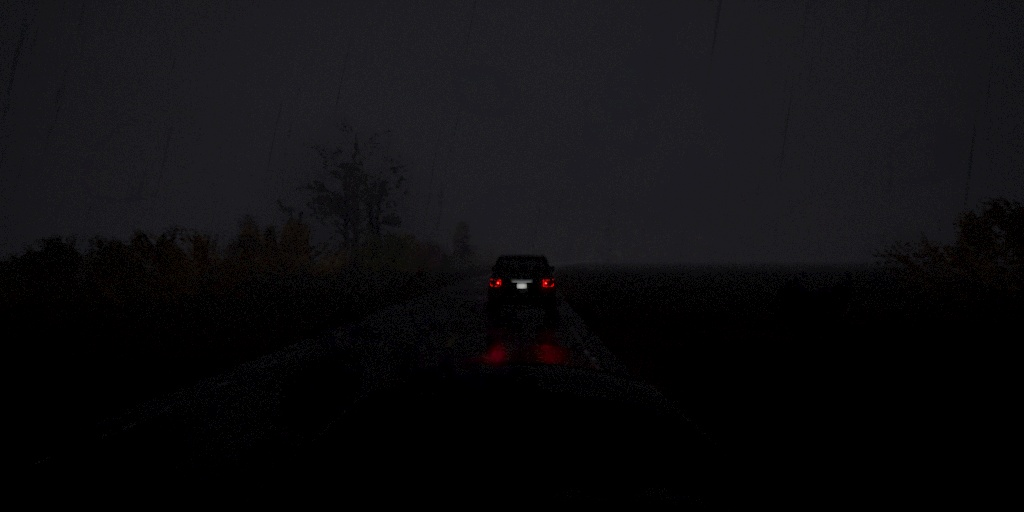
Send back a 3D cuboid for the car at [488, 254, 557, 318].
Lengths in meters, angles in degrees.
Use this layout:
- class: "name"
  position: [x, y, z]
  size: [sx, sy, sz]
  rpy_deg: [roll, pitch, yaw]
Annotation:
- class: "car"
  position: [0.394, 0.953, 13.082]
  size: [2.150, 2.045, 5.566]
  rpy_deg: [0, 0, 2]
